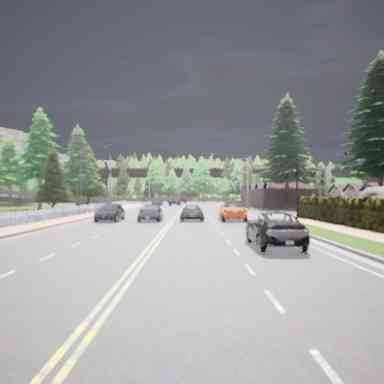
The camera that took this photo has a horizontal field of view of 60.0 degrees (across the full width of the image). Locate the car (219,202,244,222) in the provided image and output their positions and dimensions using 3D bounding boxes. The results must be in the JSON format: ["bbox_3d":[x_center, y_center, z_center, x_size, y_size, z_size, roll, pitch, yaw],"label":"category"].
[{"bbox_3d":[3.527,1.624,29.074,2.097,1.767,4.553,0,-1,1],"label":"car"}]

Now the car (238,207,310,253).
[{"bbox_3d":[3.507,1.628,14.297,2.128,1.511,4.902,0,0,0],"label":"car"}]

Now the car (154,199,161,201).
[{"bbox_3d":[-6.995,2.186,66.836,1.994,1.385,4.181,0,0,0],"label":"car"}]

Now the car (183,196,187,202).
[{"bbox_3d":[-3.247,1.948,84.939,2.150,2.045,5.566,0,-1,-27],"label":"car"}]

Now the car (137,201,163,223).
[{"bbox_3d":[-3.498,1.795,28.496,1.812,1.442,4.674,0,-1,0],"label":"car"}]

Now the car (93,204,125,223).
[{"bbox_3d":[-6.997,1.782,28.562,1.837,1.490,4.892,0,-1,0],"label":"car"}]

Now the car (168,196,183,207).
[{"bbox_3d":[-3.492,1.847,66.802,2.150,2.045,5.566,0,0,0],"label":"car"}]

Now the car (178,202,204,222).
[{"bbox_3d":[0.011,1.840,29.316,1.994,1.385,4.181,0,0,0],"label":"car"}]
